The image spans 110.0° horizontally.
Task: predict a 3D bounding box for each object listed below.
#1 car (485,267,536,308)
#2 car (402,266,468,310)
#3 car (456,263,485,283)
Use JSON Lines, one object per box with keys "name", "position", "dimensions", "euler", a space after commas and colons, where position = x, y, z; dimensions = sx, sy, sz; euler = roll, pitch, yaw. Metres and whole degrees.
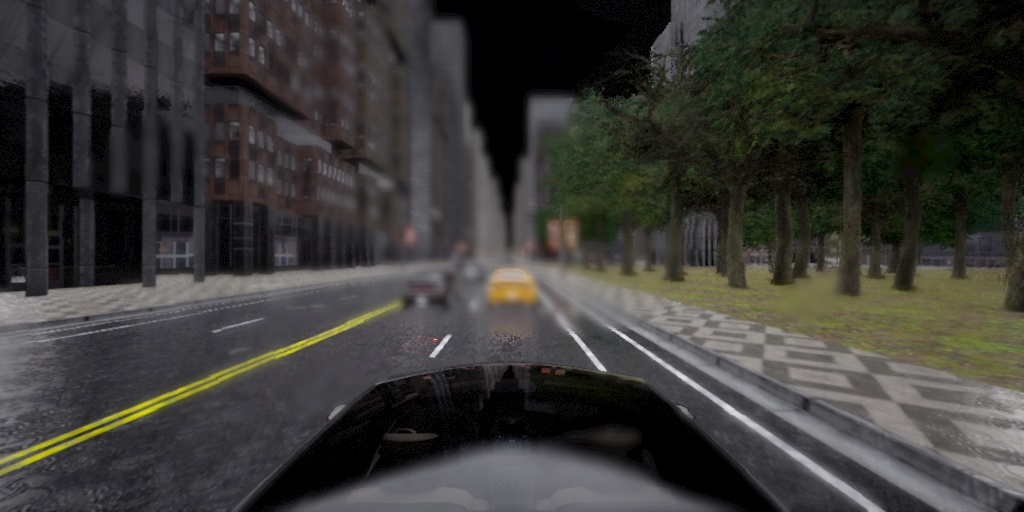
{"name": "car", "position": [0.024, 1.349, 16.091], "dimensions": [1.882, 1.535, 5.008], "euler": [0, 0, 0]}
{"name": "car", "position": [-3.232, 1.373, 15.346], "dimensions": [1.837, 1.490, 4.892], "euler": [0, 0, 0]}
{"name": "car", "position": [-3.232, 1.522, 30.242], "dimensions": [1.994, 1.385, 4.181], "euler": [0, 0, 0]}
